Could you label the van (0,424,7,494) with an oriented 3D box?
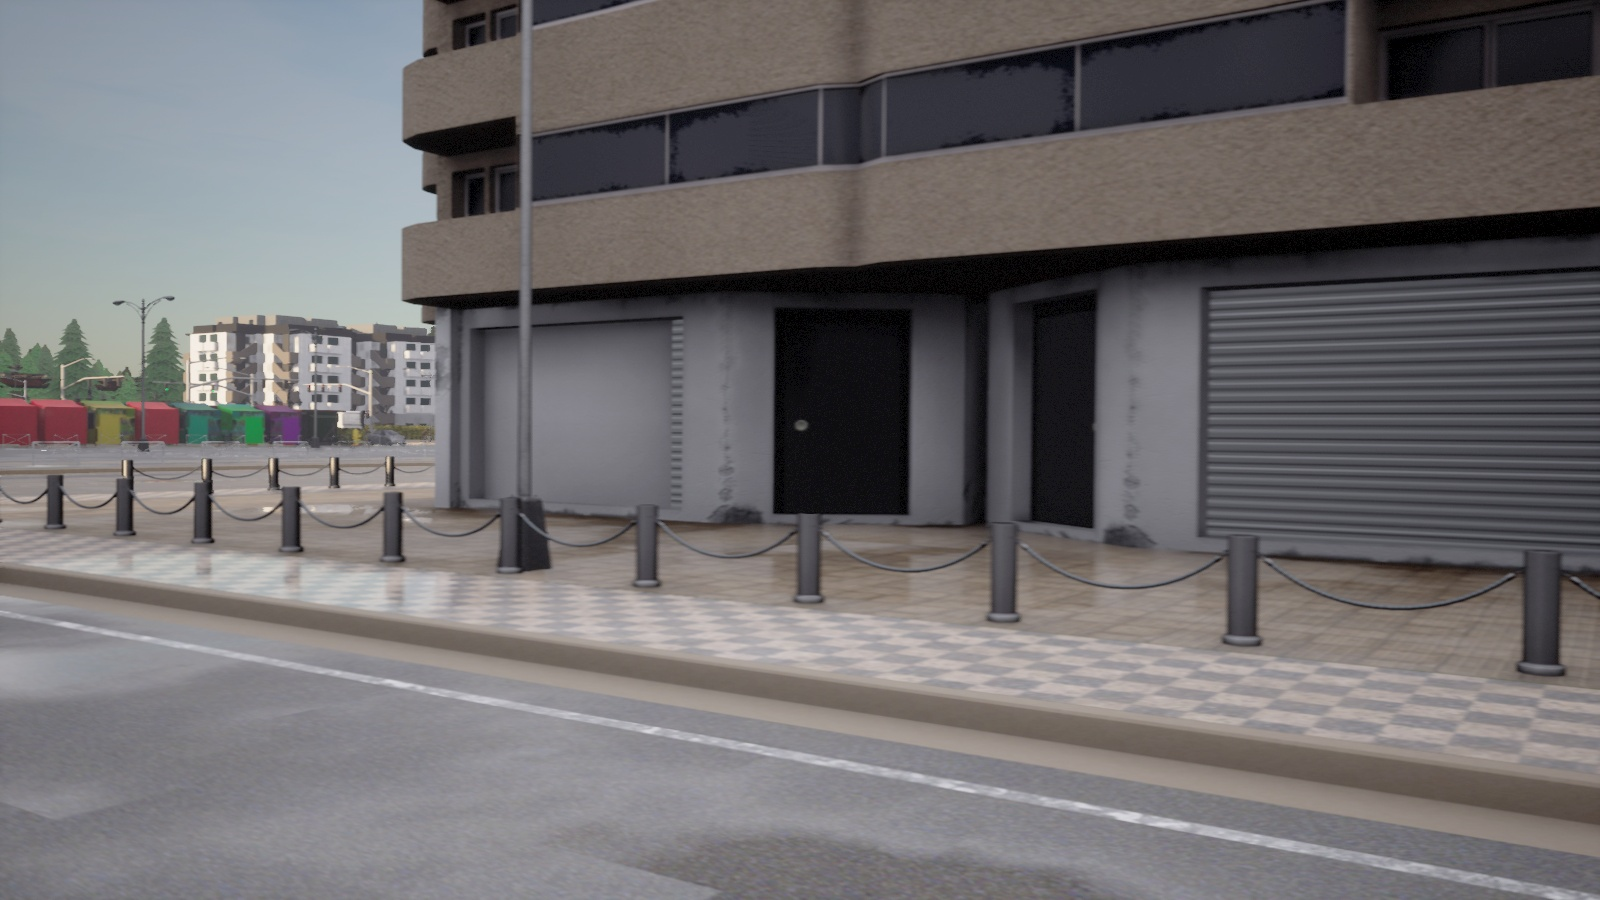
[{"bbox_3d":[-24.471,0.294,34.254,1.775,1.987,4.442,0,1,33],"label":"van"}]
